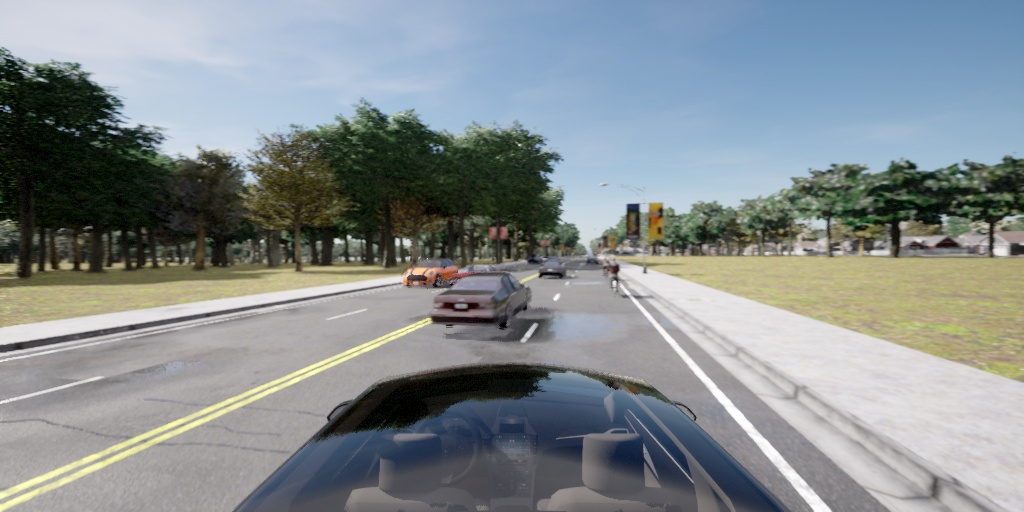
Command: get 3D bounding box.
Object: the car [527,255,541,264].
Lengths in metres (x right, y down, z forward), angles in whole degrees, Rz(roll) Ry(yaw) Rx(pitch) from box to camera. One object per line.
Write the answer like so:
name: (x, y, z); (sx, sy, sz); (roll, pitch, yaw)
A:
car: (4.012, 0.530, 63.227); (2.097, 1.767, 4.553); (0, 0, 13)

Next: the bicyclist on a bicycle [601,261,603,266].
bicyclist on a bicycle: (6.600, 0.923, 25.289); (0.582, 1.620, 1.656); (0, 0, 12)

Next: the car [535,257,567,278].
car: (3.384, 1.030, 29.469); (1.994, 1.385, 4.181); (0, 1, 12)

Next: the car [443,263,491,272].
car: (-2.046, 1.200, 20.864); (1.895, 1.301, 4.718); (0, 1, 12)

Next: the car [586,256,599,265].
car: (13.031, 0.652, 58.159); (1.812, 1.442, 4.674); (0, 1, 13)

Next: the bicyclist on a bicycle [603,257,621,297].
bicyclist on a bicycle: (4.617, 0.942, 16.287); (0.659, 1.776, 1.843); (0, 1, 12)

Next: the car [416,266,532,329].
car: (-0.675, 1.220, 11.048); (2.033, 1.411, 5.357); (0, 1, 12)

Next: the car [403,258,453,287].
car: (-4.990, 0.966, 22.611); (2.097, 1.767, 4.553); (0, 1, 12)
